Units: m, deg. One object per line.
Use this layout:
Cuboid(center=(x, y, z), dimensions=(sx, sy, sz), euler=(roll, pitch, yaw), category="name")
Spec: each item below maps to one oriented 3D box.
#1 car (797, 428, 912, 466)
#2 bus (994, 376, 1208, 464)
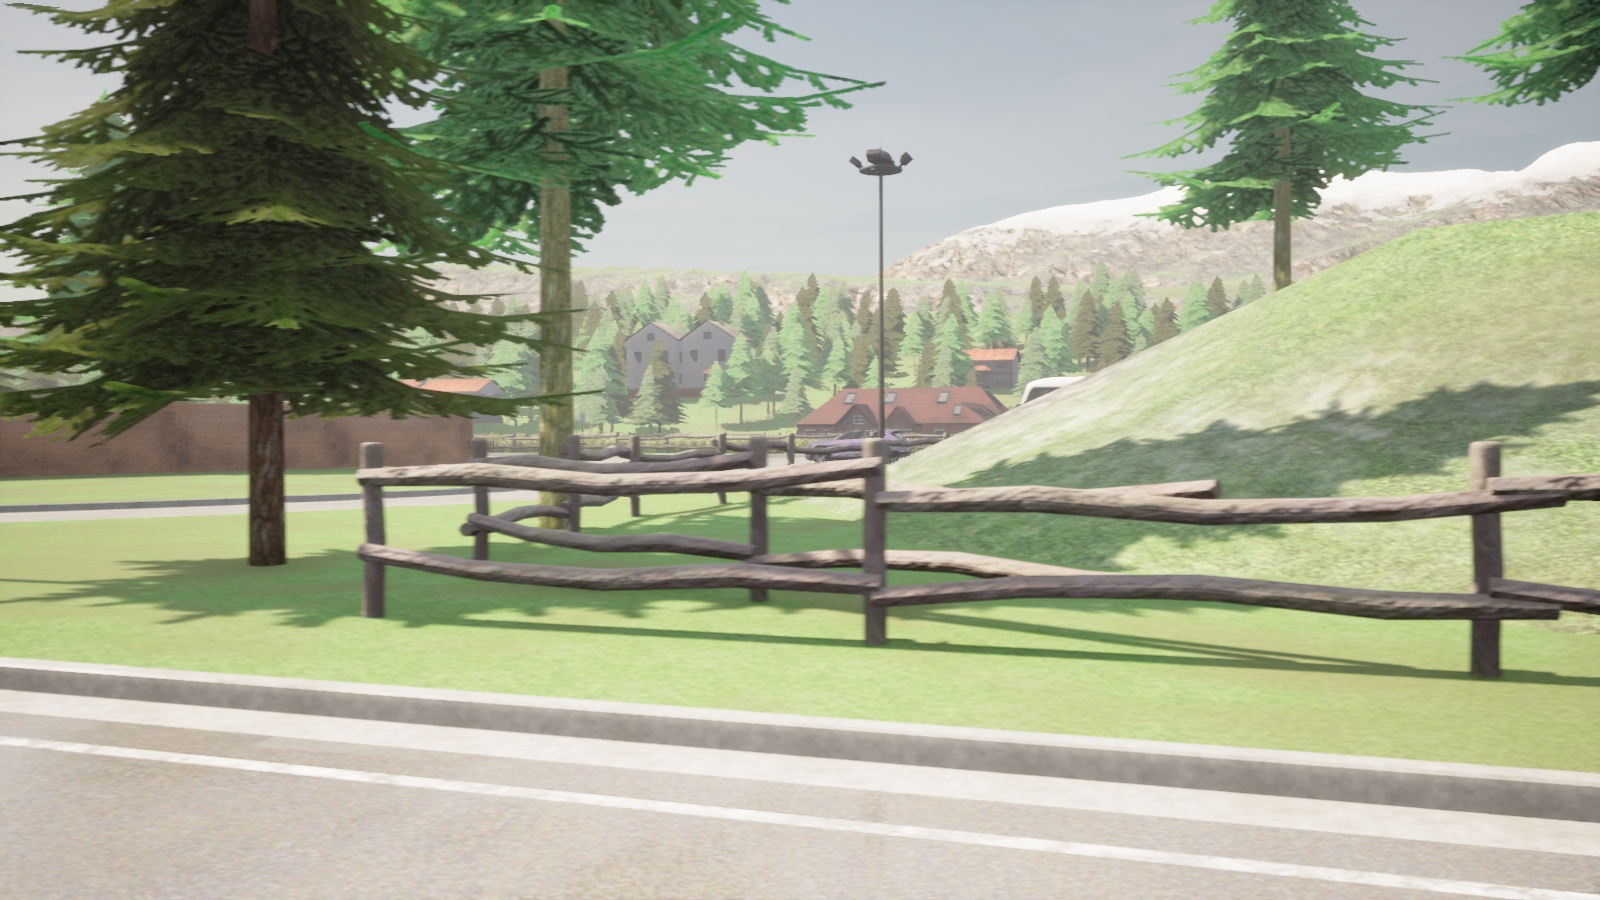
Cuboid(center=(2.499, -0.153, 57.341), dimensions=(4.856, 1.649, 2.033), euler=(1, 1, 19), category="car")
Cuboid(center=(15.366, -1.518, 64.065), dimensions=(10.273, 4.253, 3.944), euler=(1, 1, 18), category="bus")
